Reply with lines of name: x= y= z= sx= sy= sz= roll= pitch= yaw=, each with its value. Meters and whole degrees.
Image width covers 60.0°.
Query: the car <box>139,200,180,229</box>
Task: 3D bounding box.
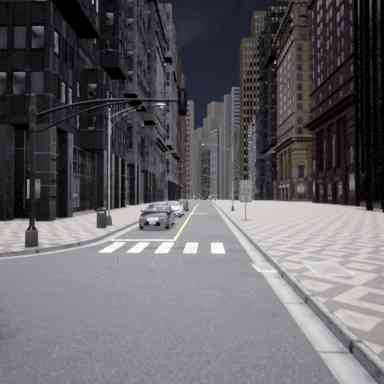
car: x=-2.189 y=1.520 z=21.687 sx=2.128 sy=1.511 sz=4.902 roll=0 pitch=0 yaw=2

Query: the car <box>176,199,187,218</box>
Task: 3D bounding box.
car: x=-1.801 y=1.584 z=31.506 sx=1.812 sy=1.442 sz=4.674 roll=0 pitch=0 yaw=3

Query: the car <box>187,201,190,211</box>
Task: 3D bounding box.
car: x=-1.330 y=1.605 z=41.778 sx=1.837 sy=1.490 sz=4.892 roll=0 pitch=0 yaw=3
